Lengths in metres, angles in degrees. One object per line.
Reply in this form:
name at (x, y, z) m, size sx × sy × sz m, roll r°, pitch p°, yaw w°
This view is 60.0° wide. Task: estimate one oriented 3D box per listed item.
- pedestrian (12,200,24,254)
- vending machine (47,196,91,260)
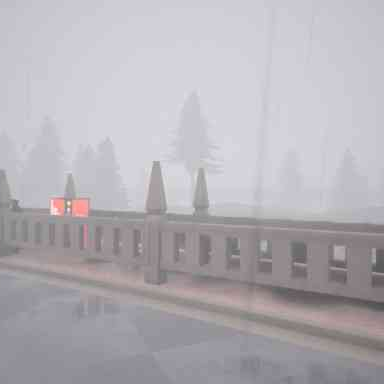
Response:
pedestrian at (-5.996, 1.138, 11.265) m, size 0.375 × 1.860 × 0.375 m, roll 1°, pitch 1°, yaw 29°
vending machine at (-4.286, 1.191, 11.640) m, size 0.880 × 2.100 × 1.100 m, roll 1°, pitch 0°, yaw 30°
